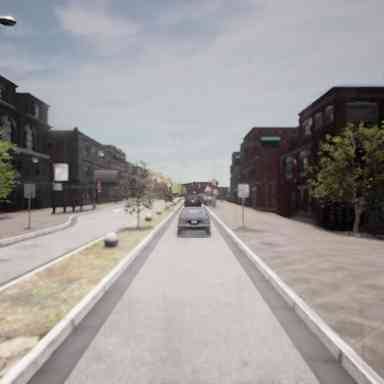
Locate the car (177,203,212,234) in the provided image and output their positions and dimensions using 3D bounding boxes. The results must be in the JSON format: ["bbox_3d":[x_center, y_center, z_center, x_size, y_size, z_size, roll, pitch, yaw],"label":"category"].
[{"bbox_3d":[0.097,1.566,19.372,2.033,1.411,5.357,0,0,0],"label":"car"}]

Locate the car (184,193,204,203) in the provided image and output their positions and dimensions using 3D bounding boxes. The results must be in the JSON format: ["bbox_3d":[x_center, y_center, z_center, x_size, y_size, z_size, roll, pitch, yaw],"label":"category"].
[{"bbox_3d":[0.106,1.288,42.772,2.150,2.045,5.566,0,0,0],"label":"car"}]

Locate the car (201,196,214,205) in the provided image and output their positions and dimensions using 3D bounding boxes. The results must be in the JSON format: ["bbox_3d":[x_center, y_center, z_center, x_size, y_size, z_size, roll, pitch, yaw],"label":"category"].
[{"bbox_3d":[3.007,1.568,63.949,2.231,1.521,4.892,0,0,0],"label":"car"}]

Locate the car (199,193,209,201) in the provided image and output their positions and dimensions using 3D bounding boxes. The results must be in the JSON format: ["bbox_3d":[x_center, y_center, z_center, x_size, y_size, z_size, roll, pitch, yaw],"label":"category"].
[{"bbox_3d":[3.012,1.312,85.948,2.435,2.045,5.566,0,0,0],"label":"car"}]

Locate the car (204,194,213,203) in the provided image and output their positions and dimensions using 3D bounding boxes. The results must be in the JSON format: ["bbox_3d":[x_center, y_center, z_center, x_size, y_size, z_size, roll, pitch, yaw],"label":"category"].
[{"bbox_3d":[3.006,1.566,58.302,2.231,1.521,4.892,0,0,0],"label":"car"}]
